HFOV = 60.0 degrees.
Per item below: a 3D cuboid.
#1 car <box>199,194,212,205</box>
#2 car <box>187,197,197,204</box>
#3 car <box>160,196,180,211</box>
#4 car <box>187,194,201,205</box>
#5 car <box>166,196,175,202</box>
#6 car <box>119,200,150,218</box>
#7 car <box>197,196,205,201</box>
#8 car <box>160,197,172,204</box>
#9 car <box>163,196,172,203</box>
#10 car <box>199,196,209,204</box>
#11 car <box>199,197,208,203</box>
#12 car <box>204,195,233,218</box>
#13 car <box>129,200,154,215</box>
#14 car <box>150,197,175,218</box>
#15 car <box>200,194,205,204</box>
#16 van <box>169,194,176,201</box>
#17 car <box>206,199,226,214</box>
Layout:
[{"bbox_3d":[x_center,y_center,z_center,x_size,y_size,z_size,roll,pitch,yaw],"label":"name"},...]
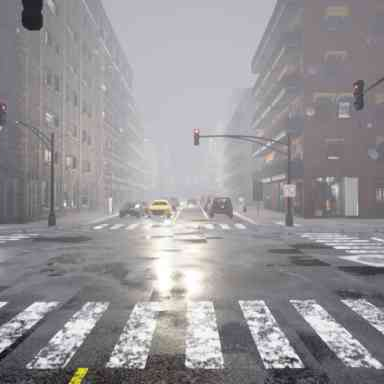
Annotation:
[{"bbox_3d":[2.500,1.402,63.490,2.192,1.841,5.009,1,0,0],"label":"car"},{"bbox_3d":[-0.027,1.684,70.325,1.994,1.385,4.181,0,0,0],"label":"car"},{"bbox_3d":[-2.899,1.583,40.566,1.994,1.385,4.181,0,0,0],"label":"car"},{"bbox_3d":[0.023,1.564,60.091,2.128,1.511,4.902,0,0,0],"label":"car"},{"bbox_3d":[-5.413,1.763,85.699,2.008,1.369,4.403,1,0,0],"label":"car"},{"bbox_3d":[-5.337,1.577,30.075,1.947,1.339,4.313,1,0,0],"label":"car"},{"bbox_3d":[2.460,1.813,91.305,1.947,1.339,4.313,1,0,0],"label":"car"},{"bbox_3d":[-5.391,1.666,69.008,2.008,1.369,4.403,1,0,0],"label":"car"},{"bbox_3d":[-5.398,1.670,74.400,1.752,1.417,4.829,1,0,0],"label":"car"},{"bbox_3d":[2.490,1.556,69.054,1.967,1.590,4.097,1,0,0],"label":"car"},{"bbox_3d":[2.481,1.728,74.614,1.802,1.307,4.206,1,0,0],"label":"car"},{"bbox_3d":[2.547,1.326,30.131,2.192,1.841,5.009,1,0,0],"label":"car"},{"bbox_3d":[-5.344,1.580,35.636,1.947,1.339,4.313,1,0,0],"label":"car"},{"bbox_3d":[-2.886,1.489,30.582,1.882,1.535,5.008,0,0,0],"label":"car"},{"bbox_3d":[2.531,1.335,41.256,2.192,1.841,5.009,1,0,0],"label":"car"},{"bbox_3d":[-5.417,1.588,91.264,1.690,1.788,3.998,1,0,0],"label":"van"},{"bbox_3d":[2.536,1.540,35.861,1.752,1.417,4.829,1,0,0],"label":"car"}]
